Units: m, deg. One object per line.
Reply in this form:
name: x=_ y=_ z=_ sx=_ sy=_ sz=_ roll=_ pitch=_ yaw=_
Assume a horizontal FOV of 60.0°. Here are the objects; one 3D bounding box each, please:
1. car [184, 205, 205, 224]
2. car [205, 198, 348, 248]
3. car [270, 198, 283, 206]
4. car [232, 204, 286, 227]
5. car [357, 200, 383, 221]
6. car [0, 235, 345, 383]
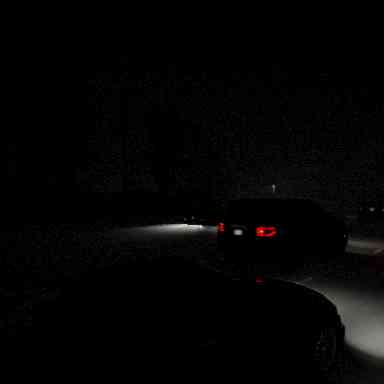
car: x=1.193 y=1.670 z=25.283 sx=1.994 sy=1.385 sz=4.181 roll=0 pitch=-1 yaw=35
car: x=3.228 y=1.238 z=11.241 sx=5.566 sy=2.045 sz=2.150 roll=0 pitch=0 yaw=-44
car: x=16.210 y=1.964 z=64.287 sx=2.033 sy=1.411 sz=5.357 roll=-1 pitch=-1 yaw=9
car: x=5.086 y=1.642 z=24.588 sx=2.033 sy=1.411 sz=5.357 roll=0 pitch=-1 yaw=34
car: x=14.941 y=1.429 z=27.714 sx=2.097 sy=1.767 sz=4.553 roll=-1 pitch=-1 yaw=27
car: x=-0.158 y=1.527 z=3.821 sx=4.674 sy=1.442 sz=1.812 roll=0 pitch=0 yaw=-36
